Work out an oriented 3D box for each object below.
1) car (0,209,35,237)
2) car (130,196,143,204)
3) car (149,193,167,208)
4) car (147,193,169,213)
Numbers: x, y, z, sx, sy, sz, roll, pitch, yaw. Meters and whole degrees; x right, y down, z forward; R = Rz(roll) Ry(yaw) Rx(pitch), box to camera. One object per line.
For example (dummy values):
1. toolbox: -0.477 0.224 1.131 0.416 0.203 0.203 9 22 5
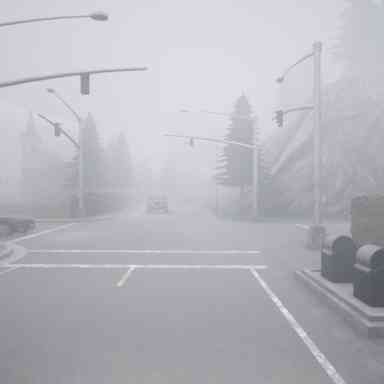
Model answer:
1. car: -10.854 1.478 17.422 5.008 1.535 1.882 0 0 2
2. car: -11.173 1.564 65.766 1.994 1.385 4.181 0 0 -30
3. car: -5.056 1.221 48.714 2.150 2.045 5.566 0 0 -12
4. car: -3.756 1.221 37.202 2.150 2.045 5.566 0 0 -2
